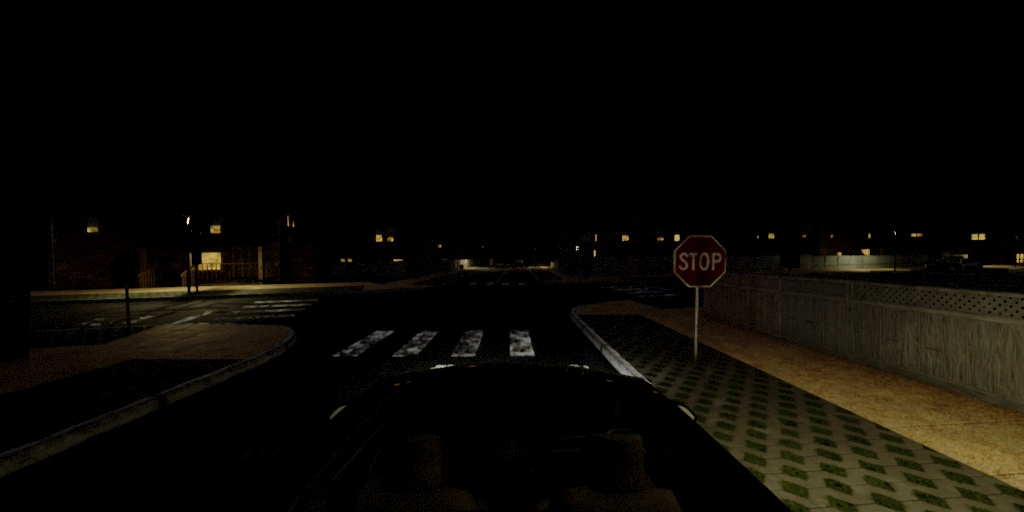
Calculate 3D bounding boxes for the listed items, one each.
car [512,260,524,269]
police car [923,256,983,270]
[{"bbox_3d":[1.111,1.432,63.609,2.128,1.511,4.902,0,0,2],"label":"car"},{"bbox_3d":[37.166,0.821,30.283,5.238,1.638,1.930,0,2,-17],"label":"police car"}]
